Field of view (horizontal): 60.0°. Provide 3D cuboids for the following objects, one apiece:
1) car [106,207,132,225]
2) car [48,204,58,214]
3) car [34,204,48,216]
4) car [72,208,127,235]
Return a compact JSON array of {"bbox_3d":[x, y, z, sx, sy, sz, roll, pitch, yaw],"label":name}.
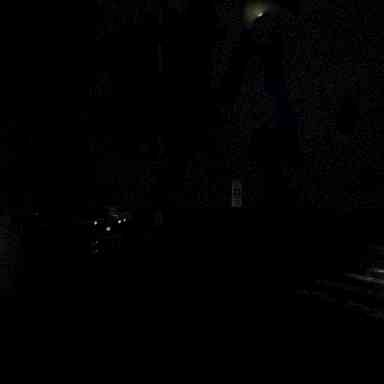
[{"bbox_3d":[-6.404,1.905,26.899,1.812,1.442,4.674,0,-1,-34],"label":"car"},{"bbox_3d":[-21.022,2.461,48.516,1.994,1.385,4.181,0,-1,-34],"label":"car"},{"bbox_3d":[-19.684,2.364,41.445,1.895,1.301,4.718,0,-1,-34],"label":"car"},{"bbox_3d":[-6.112,1.891,21.230,1.895,1.301,4.718,0,-1,-34],"label":"car"}]
